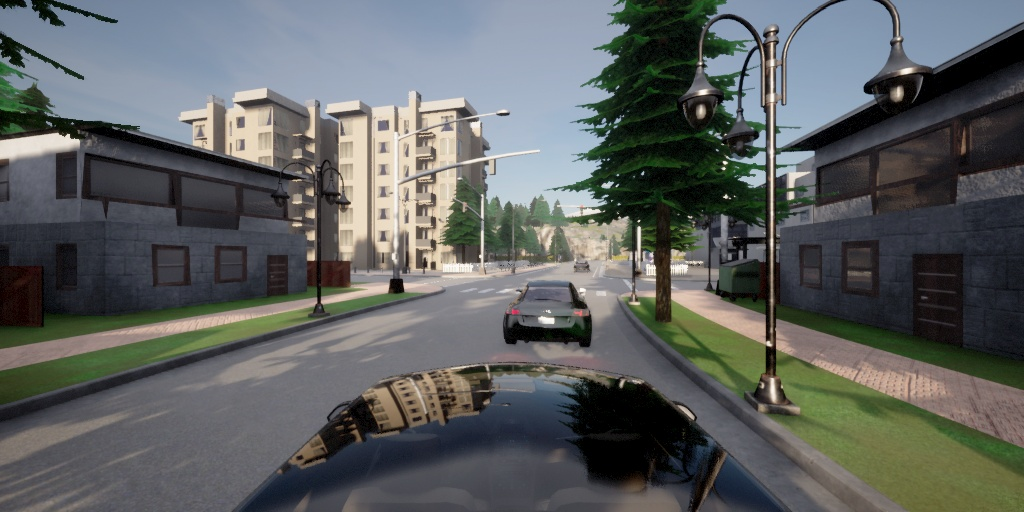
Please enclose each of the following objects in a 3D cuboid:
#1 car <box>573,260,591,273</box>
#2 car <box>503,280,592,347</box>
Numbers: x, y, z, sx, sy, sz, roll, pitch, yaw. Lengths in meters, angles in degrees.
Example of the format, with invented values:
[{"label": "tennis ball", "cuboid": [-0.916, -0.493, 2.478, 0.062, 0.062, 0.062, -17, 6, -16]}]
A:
[{"label": "car", "cuboid": [8.778, 1.276, 44.965, 2.128, 1.511, 4.902, 0, 0, 14]}, {"label": "car", "cuboid": [1.005, 1.314, 9.431, 1.994, 1.385, 4.181, 0, 0, 8]}]
